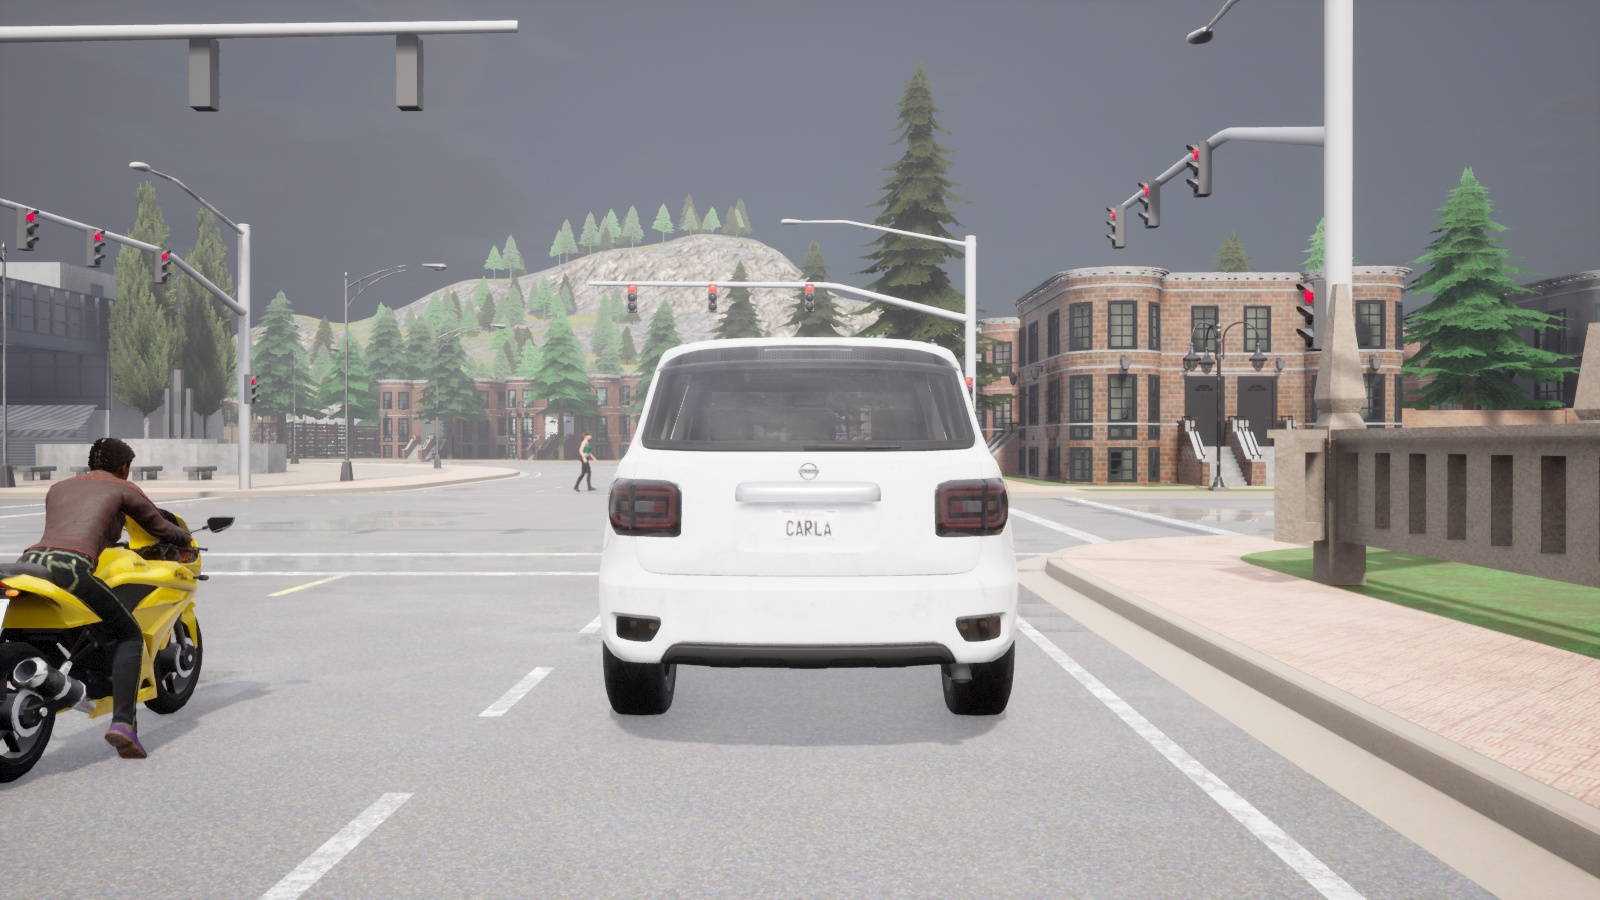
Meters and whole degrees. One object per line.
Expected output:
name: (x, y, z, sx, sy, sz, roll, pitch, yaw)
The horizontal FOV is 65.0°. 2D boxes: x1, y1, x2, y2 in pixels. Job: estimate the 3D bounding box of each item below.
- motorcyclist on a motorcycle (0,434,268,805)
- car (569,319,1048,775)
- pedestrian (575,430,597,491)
motorcyclist on a motorcycle: (-3.453, 0.691, 6.178, 0.797, 1.523, 2.044, 0, 0, 0)
car: (0.058, 0.418, 8.421, 2.150, 2.045, 5.566, 0, 0, 0)
pedestrian: (-6.453, 0.316, 37.935, 0.594, 1.836, 0.345, 0, 0, 2)
